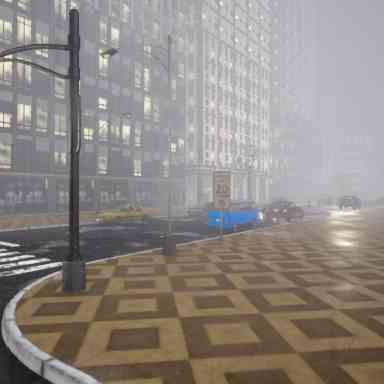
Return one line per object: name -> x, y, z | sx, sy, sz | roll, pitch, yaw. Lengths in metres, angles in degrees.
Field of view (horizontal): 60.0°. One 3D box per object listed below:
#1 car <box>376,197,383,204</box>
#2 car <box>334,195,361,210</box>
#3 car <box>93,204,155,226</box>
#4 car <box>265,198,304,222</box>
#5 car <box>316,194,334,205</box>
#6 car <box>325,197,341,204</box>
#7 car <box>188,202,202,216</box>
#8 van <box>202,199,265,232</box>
car -> 38.091, 1.658, 66.582 | 1.947, 1.339, 4.313 | 0, 0, 38
car -> 21.138, 1.369, 44.528 | 2.192, 1.841, 5.009 | 0, 0, 38
car -> -4.776, 1.540, 23.960 | 1.752, 1.417, 4.829 | 0, 0, 38
car -> 7.574, 1.472, 26.883 | 1.967, 1.590, 4.097 | 0, 0, 38
car -> 25.064, 1.381, 62.565 | 2.192, 1.841, 5.009 | 0, 0, 38
car -> 28.454, 1.625, 66.975 | 2.008, 1.369, 4.403 | 0, 0, 38
car -> 1.327, 1.604, 31.687 | 1.802, 1.307, 4.206 | 0, 0, 38
van -> 2.616, 1.368, 20.251 | 1.690, 1.788, 3.998 | 0, 0, 38
